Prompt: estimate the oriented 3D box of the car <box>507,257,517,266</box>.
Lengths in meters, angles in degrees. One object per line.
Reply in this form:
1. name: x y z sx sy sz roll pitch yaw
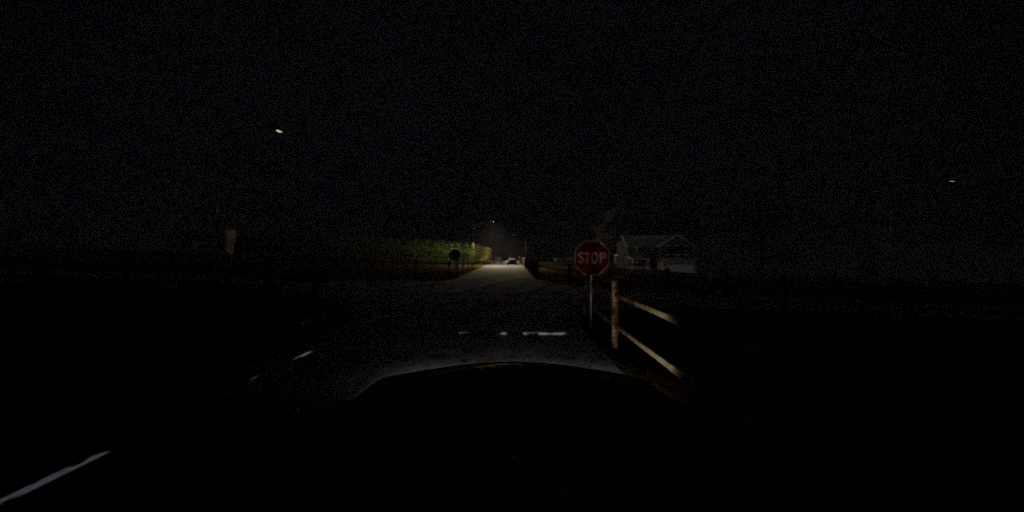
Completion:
1. car: 0.020 1.002 64.931 2.033 1.411 5.357 0 0 0
